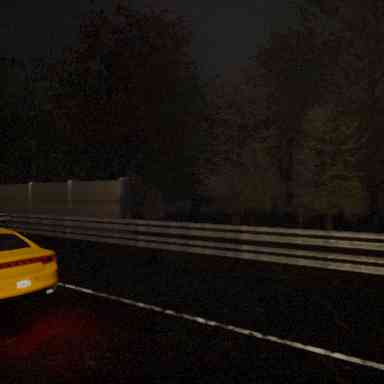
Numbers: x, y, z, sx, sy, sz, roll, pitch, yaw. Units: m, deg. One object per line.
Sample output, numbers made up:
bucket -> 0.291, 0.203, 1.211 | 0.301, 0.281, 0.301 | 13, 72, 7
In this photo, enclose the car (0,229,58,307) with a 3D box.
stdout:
car -> -5.086, 1.550, 7.505 | 5.008, 1.535, 1.882 | -1, 0, 35
